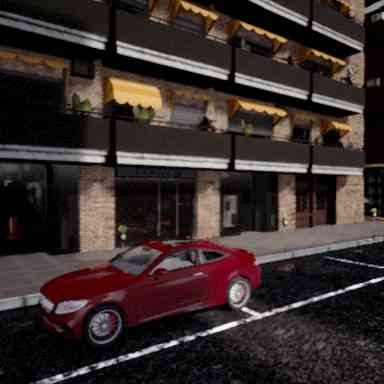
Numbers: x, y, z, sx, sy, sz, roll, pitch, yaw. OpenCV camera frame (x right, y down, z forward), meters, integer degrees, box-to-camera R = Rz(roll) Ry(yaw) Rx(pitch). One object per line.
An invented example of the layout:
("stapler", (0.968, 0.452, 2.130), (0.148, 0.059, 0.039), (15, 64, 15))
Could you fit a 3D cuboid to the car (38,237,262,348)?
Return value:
("car", (-0.530, 1.539, 6.141), (4.206, 1.307, 1.802), (0, 1, -34))
